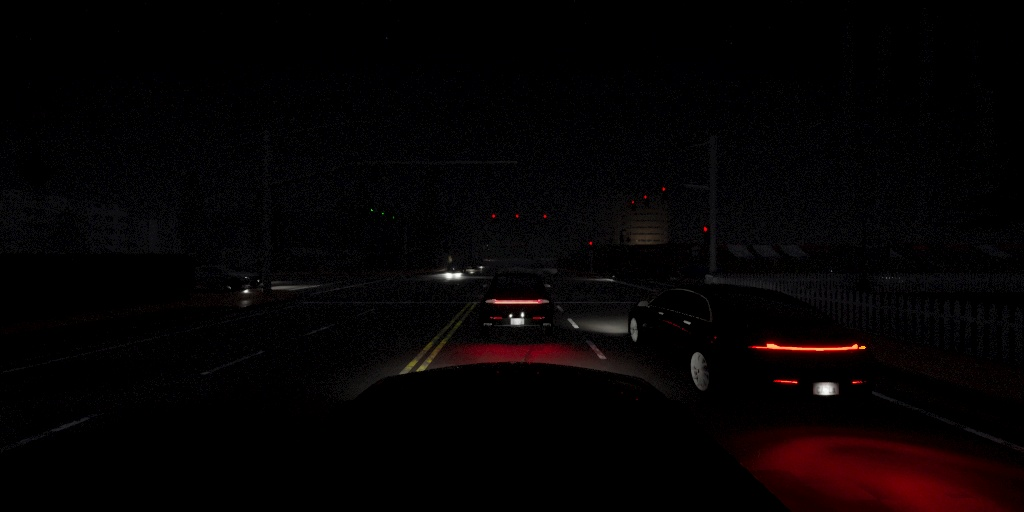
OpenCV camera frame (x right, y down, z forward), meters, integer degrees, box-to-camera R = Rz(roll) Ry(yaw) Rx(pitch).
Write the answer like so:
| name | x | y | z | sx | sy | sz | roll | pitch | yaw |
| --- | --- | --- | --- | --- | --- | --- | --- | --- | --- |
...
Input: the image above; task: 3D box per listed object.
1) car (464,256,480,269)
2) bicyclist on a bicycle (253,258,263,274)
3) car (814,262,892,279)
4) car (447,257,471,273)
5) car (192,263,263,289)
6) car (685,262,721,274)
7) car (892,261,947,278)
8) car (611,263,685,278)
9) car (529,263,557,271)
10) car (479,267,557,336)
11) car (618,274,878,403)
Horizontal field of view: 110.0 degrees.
| name | x | y | z | sx | sy | sz | roll | pitch | yaw |
| --- | --- | --- | --- | --- | --- | --- | --- | --- | --- |
| car | -6.720 | 0.971 | 55.371 | 2.150 | 2.045 | 5.566 | 0 | 0 | 1 |
| bicyclist on a bicycle | -26.143 | 1.051 | 36.925 | 0.582 | 1.620 | 1.656 | 0 | 0 | -3 |
| car | 28.263 | 1.241 | 30.232 | 4.902 | 1.511 | 2.128 | 0 | 0 | -1 |
| car | -6.802 | 1.241 | 44.462 | 2.128 | 1.511 | 4.902 | 0 | 0 | 1 |
| car | -18.143 | 1.276 | 22.329 | 4.674 | 1.442 | 1.812 | 0 | 0 | 0 |
| car | 16.939 | 1.276 | 33.505 | 4.674 | 1.442 | 1.812 | 0 | 0 | -1 |
| car | 37.981 | 1.254 | 33.899 | 4.892 | 1.490 | 1.837 | 0 | 0 | -1 |
| car | 11.113 | 1.297 | 29.928 | 5.357 | 1.411 | 2.033 | 0 | 0 | -1 |
| car | 1.784 | 1.351 | 33.404 | 4.718 | 1.301 | 1.895 | 0 | 0 | 0 |
| car | 0.138 | 1.242 | 10.391 | 2.128 | 1.511 | 4.902 | 0 | 0 | 0 |
| car | 3.591 | 1.255 | 6.484 | 1.837 | 1.490 | 4.892 | 0 | 0 | 1 |
